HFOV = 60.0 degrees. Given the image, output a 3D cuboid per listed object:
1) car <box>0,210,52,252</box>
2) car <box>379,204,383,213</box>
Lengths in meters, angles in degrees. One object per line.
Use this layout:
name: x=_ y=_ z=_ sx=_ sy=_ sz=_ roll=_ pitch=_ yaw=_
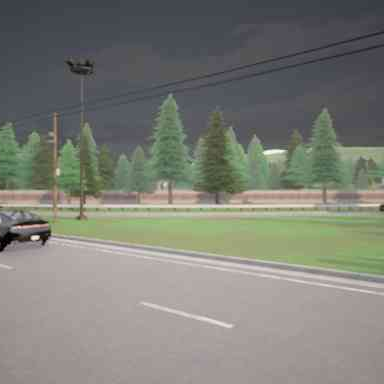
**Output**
car: x=-7.817 y=1.492 z=13.838 sx=4.902 sy=1.511 sz=2.128 roll=0 pitch=0 yaw=36
car: x=21.821 y=1.476 z=34.302 sx=5.008 sy=1.535 sz=1.882 roll=0 pitch=0 yaw=-11
